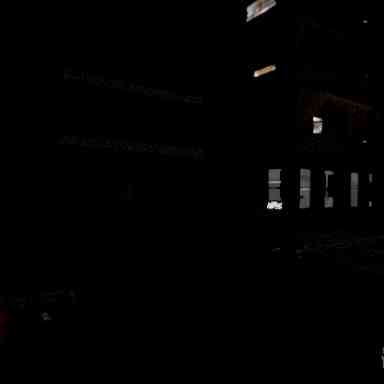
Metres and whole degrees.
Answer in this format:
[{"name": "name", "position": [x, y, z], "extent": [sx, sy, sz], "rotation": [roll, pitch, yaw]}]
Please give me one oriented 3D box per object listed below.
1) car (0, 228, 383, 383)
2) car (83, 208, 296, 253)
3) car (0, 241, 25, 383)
[{"name": "car", "position": [0.671, 1.463, 3.857], "extent": [5.008, 1.535, 1.882], "rotation": [-1, 0, -35]}, {"name": "car", "position": [0.173, 1.294, 6.664], "extent": [5.009, 1.841, 2.192], "rotation": [0, 1, -35]}, {"name": "car", "position": [-4.501, 1.535, 3.334], "extent": [4.829, 1.417, 1.752], "rotation": [0, 1, -35]}]
